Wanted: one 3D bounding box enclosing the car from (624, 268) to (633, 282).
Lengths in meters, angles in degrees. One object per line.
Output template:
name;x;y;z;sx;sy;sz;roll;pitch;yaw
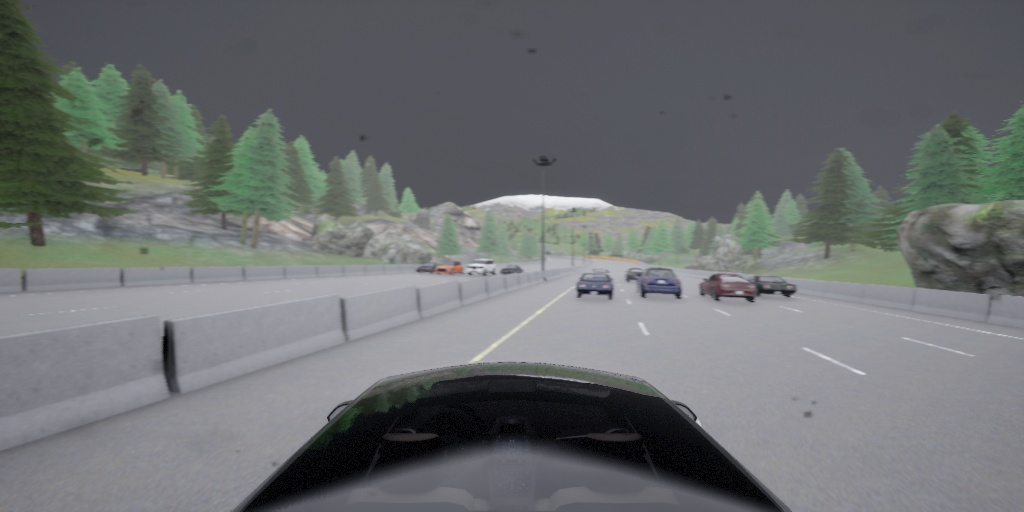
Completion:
car;12.949;1.984;37.718;1.812;1.442;4.674;1;-1;15

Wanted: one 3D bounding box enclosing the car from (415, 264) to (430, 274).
car;-10.292;1.567;46.144;2.033;1.411;5.357;1;-1;15

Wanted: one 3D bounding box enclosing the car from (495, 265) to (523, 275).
car;-0.011;1.783;43.940;2.033;1.411;5.357;1;-1;15

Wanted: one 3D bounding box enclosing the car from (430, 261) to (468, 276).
car;-7.471;1.396;43.188;2.097;1.767;4.553;1;-1;15

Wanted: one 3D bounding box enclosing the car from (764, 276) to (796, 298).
car;16.447;1.938;23.530;1.895;1.301;4.718;1;-1;15

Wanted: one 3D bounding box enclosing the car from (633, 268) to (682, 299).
car;8.677;1.475;21.494;2.097;1.767;4.553;1;-1;15

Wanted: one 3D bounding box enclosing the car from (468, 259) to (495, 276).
car;-3.653;1.369;43.871;2.150;2.045;5.566;1;-1;15

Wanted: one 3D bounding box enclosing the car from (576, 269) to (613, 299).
car;4.728;1.616;20.257;1.895;1.301;4.718;1;-1;15

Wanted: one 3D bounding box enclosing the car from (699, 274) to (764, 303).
car;11.912;1.707;20.046;1.812;1.442;4.674;1;-1;15
